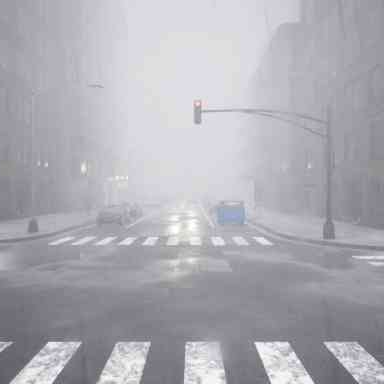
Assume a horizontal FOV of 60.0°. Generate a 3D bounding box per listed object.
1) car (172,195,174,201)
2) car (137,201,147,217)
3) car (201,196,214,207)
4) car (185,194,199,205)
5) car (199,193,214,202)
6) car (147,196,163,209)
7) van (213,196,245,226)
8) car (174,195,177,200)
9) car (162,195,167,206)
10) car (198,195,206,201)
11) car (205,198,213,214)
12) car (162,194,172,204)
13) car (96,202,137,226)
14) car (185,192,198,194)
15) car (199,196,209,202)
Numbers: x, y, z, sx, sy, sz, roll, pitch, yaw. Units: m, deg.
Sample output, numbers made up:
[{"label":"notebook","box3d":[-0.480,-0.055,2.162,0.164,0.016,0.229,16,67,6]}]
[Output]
[{"label":"car","box3d":[-5.400,1.293,68.641,2.192,1.841,5.009,0,0,0]},{"label":"car","box3d":[-5.393,1.543,28.868,1.887,1.381,4.507,0,0,0]},{"label":"car","box3d":[2.629,1.576,45.922,1.802,1.307,4.206,0,0,0]},{"label":"car","box3d":[0.093,1.512,57.276,1.812,1.442,4.674,0,0,0]},{"label":"car","box3d":[2.629,1.305,51.603,2.192,1.841,5.009,0,0,0]},{"label":"car","box3d":[-5.396,1.520,45.744,1.752,1.417,4.829,0,0,0]},{"label":"van","box3d":[2.633,1.340,23.197,1.690,1.788,3.998,0,0,0]},{"label":"car","box3d":[-5.401,1.410,80.005,1.967,1.590,4.097,0,0,0]},{"label":"car","box3d":[-5.397,1.556,51.596,1.947,1.339,4.313,0,0,0]},{"label":"car","box3d":[2.623,1.531,85.691,1.947,1.339,4.313,0,0,0]},{"label":"car","box3d":[2.631,1.580,34.559,1.802,1.307,4.206,0,0,0]},{"label":"car","box3d":[-5.399,1.548,62.960,1.947,1.339,4.313,0,0,0]},{"label":"car","box3d":[-5.392,1.550,23.187,2.008,1.369,4.403,0,0,0]},{"label":"car","box3d":[0.083,1.331,67.106,2.097,1.767,4.553,0,0,-2]},{"label":"car","box3d":[2.625,1.524,74.328,2.008,1.369,4.403,0,0,0]}]
